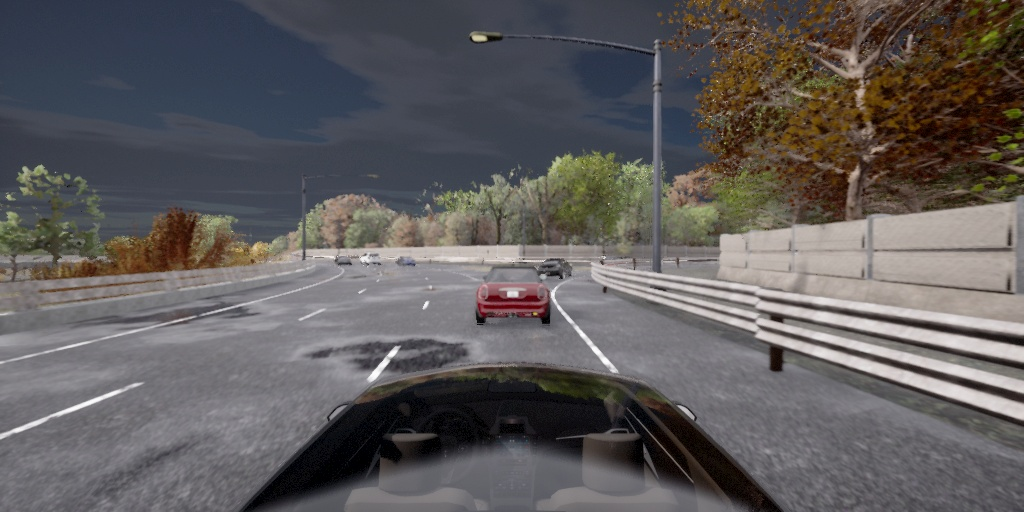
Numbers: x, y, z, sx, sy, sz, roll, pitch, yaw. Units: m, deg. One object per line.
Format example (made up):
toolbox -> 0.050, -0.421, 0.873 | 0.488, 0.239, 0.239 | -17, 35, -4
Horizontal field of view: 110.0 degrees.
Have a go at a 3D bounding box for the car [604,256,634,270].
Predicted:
car -> 12.138, 0.742, 40.789 | 2.097, 1.767, 4.553 | 1, 1, 45

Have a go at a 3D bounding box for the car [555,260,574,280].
car -> 3.565, 1.010, 28.410 | 1.837, 1.490, 4.892 | -1, 0, 23

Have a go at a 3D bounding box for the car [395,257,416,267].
car -> -15.802, 0.835, 53.122 | 2.033, 1.411, 5.357 | 0, 1, -31

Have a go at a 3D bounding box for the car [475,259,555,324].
car -> 0.081, 1.011, 11.652 | 2.097, 1.767, 4.553 | 0, 1, 2

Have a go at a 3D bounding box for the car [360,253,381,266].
car -> -22.671, 0.473, 57.357 | 2.150, 2.045, 5.566 | 0, 1, -34

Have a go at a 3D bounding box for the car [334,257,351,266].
car -> -27.427, 0.811, 57.967 | 1.994, 1.385, 4.181 | 0, 1, -36
